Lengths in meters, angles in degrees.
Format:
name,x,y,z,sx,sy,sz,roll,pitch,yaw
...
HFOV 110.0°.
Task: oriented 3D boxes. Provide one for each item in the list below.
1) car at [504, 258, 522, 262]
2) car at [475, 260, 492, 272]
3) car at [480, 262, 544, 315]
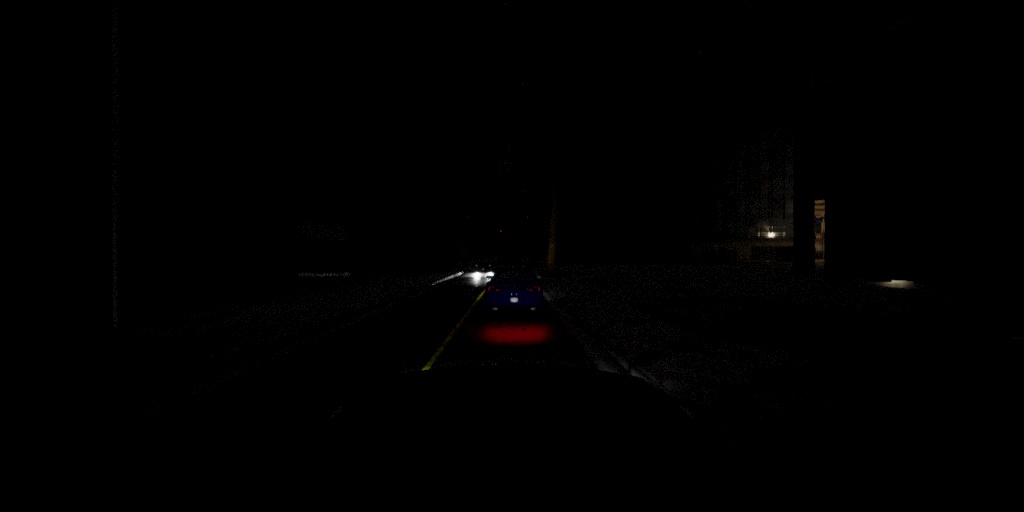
name,x,y,z,sx,sy,sz,roll,pitch,yaw
car,0.077,0.913,29.254,2.097,1.767,4.553,0,1,0
car,-3.092,1.085,40.663,1.895,1.301,4.718,0,0,0
car,0.074,1.147,13.242,1.882,1.535,5.008,0,1,0
